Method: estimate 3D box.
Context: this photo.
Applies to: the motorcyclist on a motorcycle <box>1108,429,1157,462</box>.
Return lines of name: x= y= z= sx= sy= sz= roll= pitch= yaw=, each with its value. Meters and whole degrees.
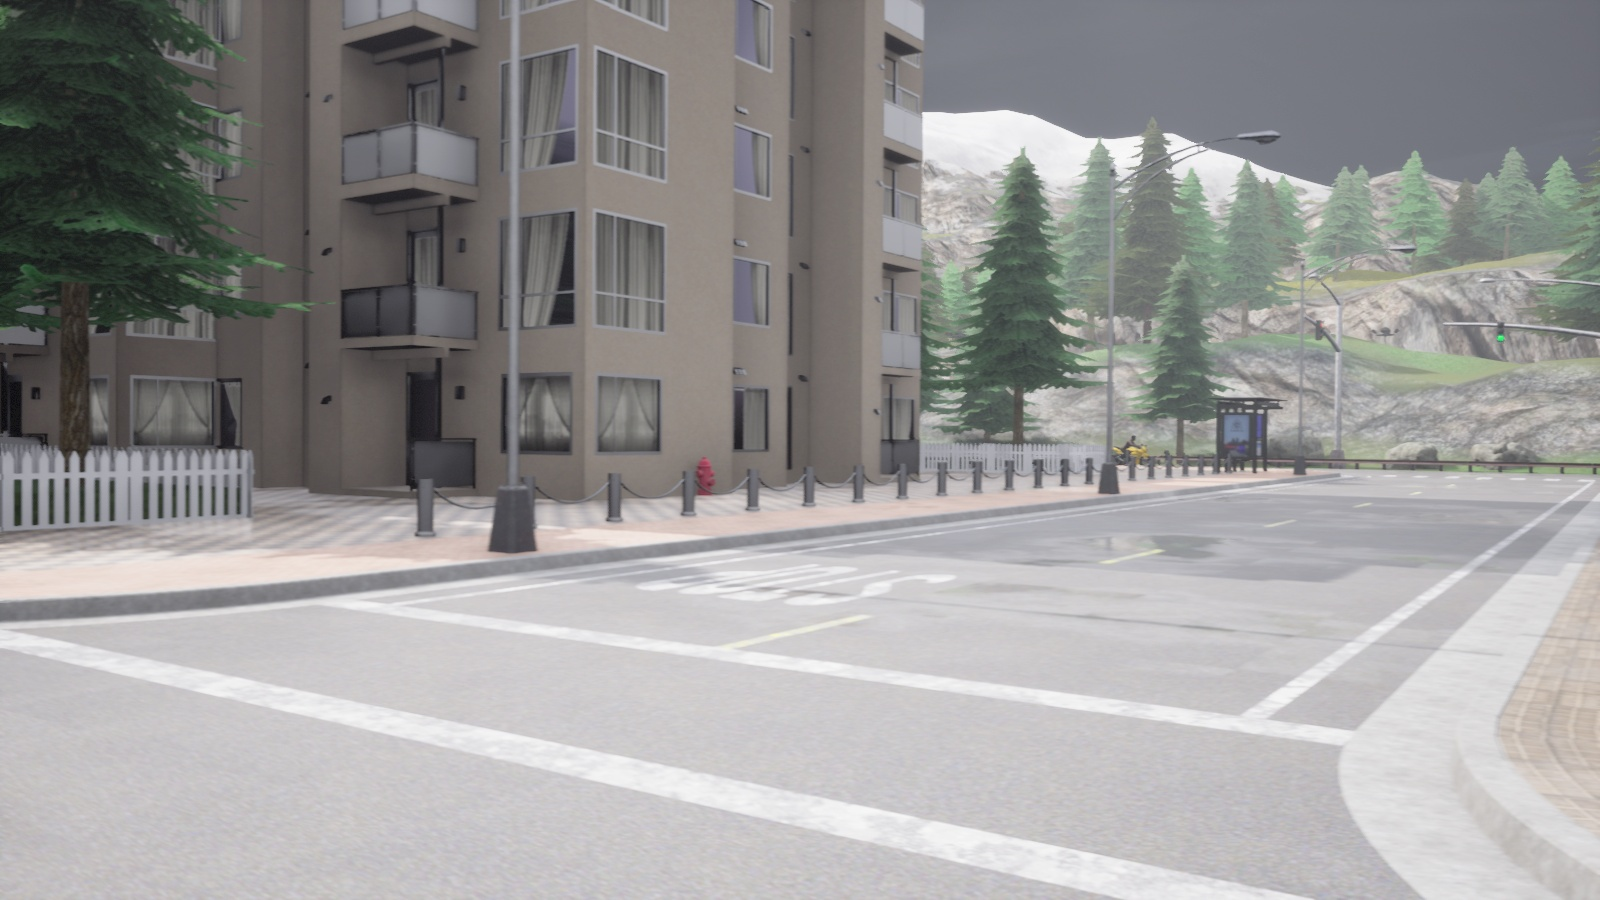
motorcyclist on a motorcycle: x=15.528 y=-0.208 z=58.661 sx=2.044 sy=1.523 sz=0.797 roll=0 pitch=1 yaw=35
